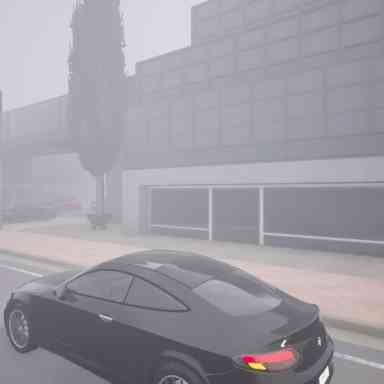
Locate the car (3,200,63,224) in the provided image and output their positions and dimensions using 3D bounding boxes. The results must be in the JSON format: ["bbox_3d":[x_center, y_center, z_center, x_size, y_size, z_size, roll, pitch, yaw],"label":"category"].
[{"bbox_3d":[-12.450,1.564,25.162,1.994,1.385,4.181,0,0,35],"label":"car"}]

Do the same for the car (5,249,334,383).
[{"bbox_3d":[-0.638,1.526,4.441,4.674,1.442,1.812,0,0,36],"label":"car"}]

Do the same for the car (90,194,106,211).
[{"bbox_3d":[-9.909,1.221,41.072,2.150,2.045,5.566,0,0,35],"label":"car"}]

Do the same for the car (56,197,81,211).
[{"bbox_3d":[-15.476,1.352,39.325,2.097,1.767,4.553,0,0,36],"label":"car"}]

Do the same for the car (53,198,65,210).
[{"bbox_3d":[-15.614,1.601,33.140,1.895,1.301,4.718,0,0,36],"label":"car"}]
